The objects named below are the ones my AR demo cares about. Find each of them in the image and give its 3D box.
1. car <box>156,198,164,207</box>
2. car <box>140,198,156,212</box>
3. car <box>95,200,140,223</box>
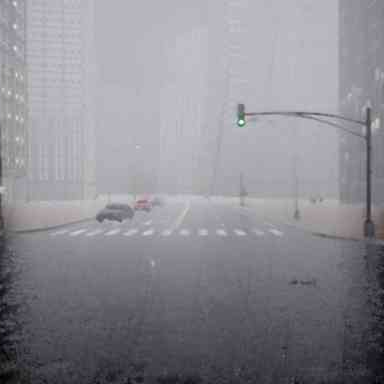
[{"bbox_3d":[-5.557,1.646,54.297,2.033,1.411,5.357,0,0,1],"label":"car"},{"bbox_3d":[-5.784,1.616,39.416,1.812,1.442,4.674,0,0,1],"label":"car"},{"bbox_3d":[-6.015,1.628,26.794,2.033,1.411,5.357,0,0,5],"label":"car"}]
